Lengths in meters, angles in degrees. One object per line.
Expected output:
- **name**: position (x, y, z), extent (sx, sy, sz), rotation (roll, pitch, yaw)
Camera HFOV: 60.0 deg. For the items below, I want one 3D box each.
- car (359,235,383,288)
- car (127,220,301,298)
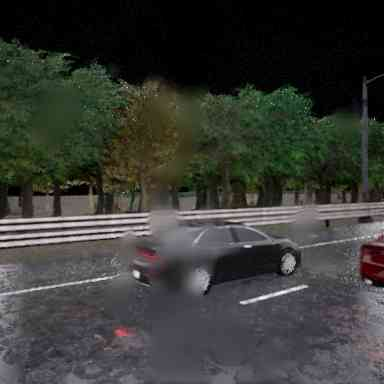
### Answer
- **car**: position (6.007, 1.446, 7.936), extent (5.008, 1.535, 1.882), rotation (0, 0, -35)
- **car**: position (0.777, 1.496, 8.540), extent (4.892, 1.490, 1.837), rotation (-1, 0, -35)
